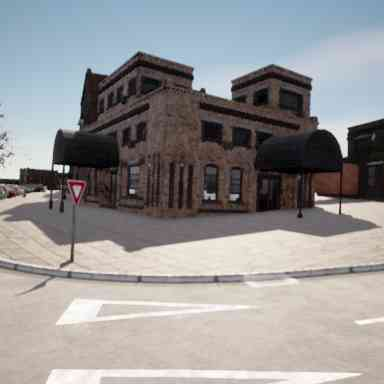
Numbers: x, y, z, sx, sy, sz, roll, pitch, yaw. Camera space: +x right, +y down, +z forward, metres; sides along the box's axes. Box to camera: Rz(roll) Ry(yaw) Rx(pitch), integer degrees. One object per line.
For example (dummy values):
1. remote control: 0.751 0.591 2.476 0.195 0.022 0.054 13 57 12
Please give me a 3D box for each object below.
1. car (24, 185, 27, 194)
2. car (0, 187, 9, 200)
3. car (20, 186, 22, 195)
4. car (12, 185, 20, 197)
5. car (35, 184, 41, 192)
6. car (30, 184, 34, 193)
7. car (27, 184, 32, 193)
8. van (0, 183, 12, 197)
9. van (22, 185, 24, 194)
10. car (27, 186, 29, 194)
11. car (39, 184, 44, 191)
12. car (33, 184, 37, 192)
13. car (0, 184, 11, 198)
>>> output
1. car: -34.133 -0.201 61.659 5.366 1.575 1.946 3 1 -18
2. car: -27.474 0.321 43.817 4.892 1.521 2.231 3 0 -21
3. car: -32.206 0.003 56.563 4.674 1.452 2.002 3 1 -19
4. car: -30.335 -0.141 51.553 5.566 2.045 2.435 3 1 -20
5. car: -38.664 -0.637 77.533 4.792 1.488 2.163 3 1 -14
6. car: -36.373 -0.392 69.538 4.792 1.488 2.163 3 1 -16
7. car: -35.642 -0.316 66.910 4.792 1.488 2.163 3 1 -17
8. van: -29.502 -0.051 48.935 4.442 1.987 1.878 3 0 -21
9. van: -32.967 -0.332 59.162 4.442 1.987 1.878 3 1 -19
10. car: -34.798 -0.226 64.313 4.674 1.452 2.002 3 1 -17
11. car: -39.970 -1.055 82.833 5.566 2.045 2.435 3 0 -13
12. car: -37.167 -0.502 72.150 4.892 1.521 2.231 3 1 -16
13. car: -28.401 0.127 46.408 4.553 1.767 2.185 3 0 -21
